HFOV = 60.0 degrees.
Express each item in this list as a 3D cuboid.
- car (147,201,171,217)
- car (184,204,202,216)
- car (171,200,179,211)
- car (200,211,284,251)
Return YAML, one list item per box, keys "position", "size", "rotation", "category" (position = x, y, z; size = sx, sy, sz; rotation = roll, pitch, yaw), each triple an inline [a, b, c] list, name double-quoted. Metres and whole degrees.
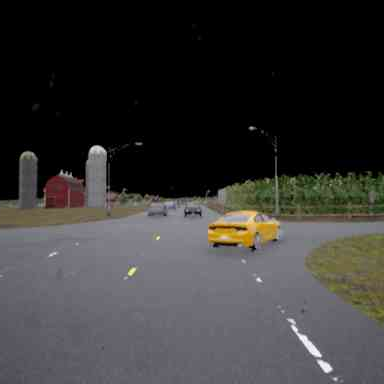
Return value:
- position: [-3.595, 1.871, 35.459]
  size: [1.837, 1.490, 4.892]
  rotation: [0, -1, 0]
  category: "car"
- position: [0.104, 1.991, 37.019]
  size: [1.895, 1.301, 4.718]
  rotation: [0, -1, 0]
  category: "car"
- position: [-3.562, 2.190, 53.134]
  size: [1.812, 1.442, 4.674]
  rotation: [0, -1, 0]
  category: "car"
- position: [2.527, 1.593, 14.855]
  size: [1.882, 1.535, 5.008]
  rotation: [-2, -1, 31]
  category: "car"
